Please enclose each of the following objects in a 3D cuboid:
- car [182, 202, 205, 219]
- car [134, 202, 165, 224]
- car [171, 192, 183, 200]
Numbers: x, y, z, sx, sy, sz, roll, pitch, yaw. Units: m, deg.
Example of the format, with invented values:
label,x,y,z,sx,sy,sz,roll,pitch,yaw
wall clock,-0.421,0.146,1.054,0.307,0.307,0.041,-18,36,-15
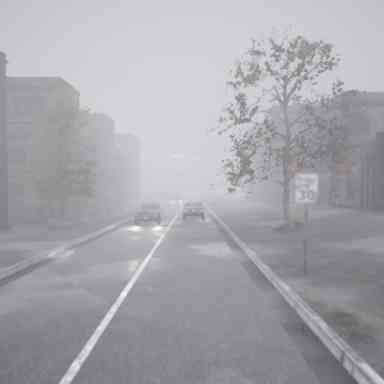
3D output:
label,x,y,z,sx,sy,sz,roll,pitch,yaw
car,0.132,1.532,28.769,2.033,1.411,5.357,0,0,0
car,-3.070,1.492,24.502,1.837,1.490,4.892,0,0,0
car,-2.934,0.734,65.481,1.837,1.490,4.892,0,3,0
